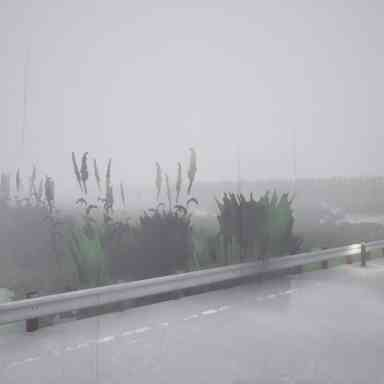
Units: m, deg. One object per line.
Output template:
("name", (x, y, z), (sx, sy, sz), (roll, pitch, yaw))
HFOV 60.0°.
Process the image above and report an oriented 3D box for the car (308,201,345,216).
("car", (10.859, 1.572, 29.002), (2.097, 1.767, 4.553), (-1, 1, -43))
